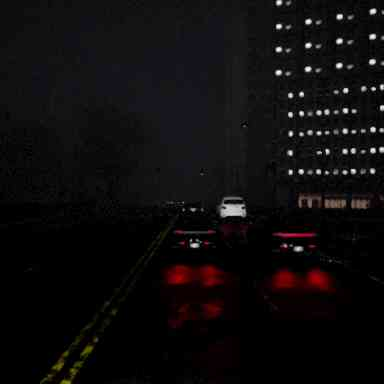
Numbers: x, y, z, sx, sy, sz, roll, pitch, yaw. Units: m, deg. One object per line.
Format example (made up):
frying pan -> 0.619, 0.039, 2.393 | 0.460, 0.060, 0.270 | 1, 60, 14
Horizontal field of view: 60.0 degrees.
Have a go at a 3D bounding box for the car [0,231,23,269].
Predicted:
car -> -6.604, 1.613, 8.824 | 2.033, 1.411, 5.357 | 0, 0, 0

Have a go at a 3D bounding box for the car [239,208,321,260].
car -> 3.340, 1.586, 12.854 | 2.128, 1.511, 4.902 | 0, -1, 0

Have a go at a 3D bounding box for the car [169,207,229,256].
car -> 0.090, 1.592, 13.573 | 2.128, 1.511, 4.902 | 0, 0, 0

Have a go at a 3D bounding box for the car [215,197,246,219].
car -> 3.338, 1.446, 29.185 | 2.150, 2.045, 5.566 | 0, -1, -1

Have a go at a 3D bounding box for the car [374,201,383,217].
car -> 22.998, 1.934, 36.759 | 5.009, 1.841, 2.192 | 0, 1, 20

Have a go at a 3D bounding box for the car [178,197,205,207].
car -> 0.084, 1.585, 30.233 | 2.097, 1.767, 4.553 | 0, 0, 0
